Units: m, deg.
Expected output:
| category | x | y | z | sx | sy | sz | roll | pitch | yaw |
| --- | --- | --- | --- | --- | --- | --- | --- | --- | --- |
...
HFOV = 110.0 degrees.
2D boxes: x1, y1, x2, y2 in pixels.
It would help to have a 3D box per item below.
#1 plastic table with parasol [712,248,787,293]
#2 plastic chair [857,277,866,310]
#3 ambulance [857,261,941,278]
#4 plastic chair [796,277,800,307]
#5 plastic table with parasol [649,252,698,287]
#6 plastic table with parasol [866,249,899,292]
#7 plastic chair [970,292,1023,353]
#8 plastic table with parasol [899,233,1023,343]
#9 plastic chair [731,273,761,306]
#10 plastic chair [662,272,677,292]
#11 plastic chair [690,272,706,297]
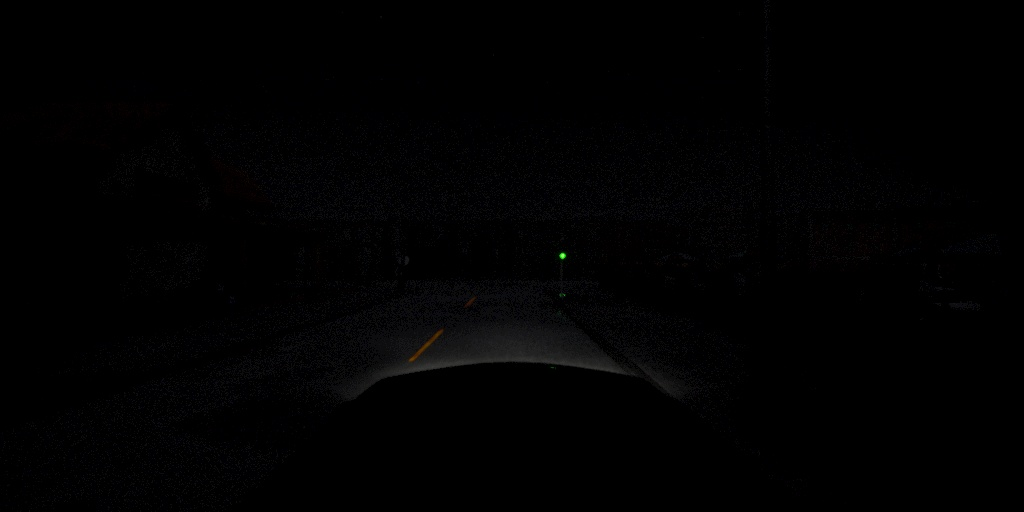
| category | x | y | z | sx | sy | sz | roll | pitch | yaw |
| --- | --- | --- | --- | --- | --- | --- | --- | --- | --- |
| plastic table with parasol | 10.678 | 0.902 | 15.851 | 2.482 | 2.480 | 2.482 | 0 | 0 | -40 |
| plastic chair | 13.932 | 1.458 | 13.927 | 0.750 | 1.272 | 0.730 | 0 | 0 | -40 |
| ambulance | 37.677 | 1.251 | 35.202 | 6.366 | 2.431 | 2.351 | 0 | -1 | 0 |
| plastic chair | 11.411 | 1.486 | 14.853 | 0.750 | 1.272 | 0.730 | 0 | 0 | -40 |
| plastic table with parasol | 9.676 | 1.006 | 21.080 | 2.482 | 2.480 | 2.482 | 0 | 0 | -40 |
| plastic table with parasol | 14.665 | 0.829 | 12.887 | 2.482 | 2.480 | 2.482 | 0 | 0 | -42 |
| plastic chair | 8.997 | 1.383 | 6.510 | 0.730 | 1.272 | 0.750 | 0 | 0 | -35 |
| plastic table with parasol | 9.970 | 0.764 | 7.411 | 2.482 | 2.480 | 2.482 | 0 | 0 | -40 |
| plastic chair | 9.705 | 1.494 | 14.949 | 0.730 | 1.272 | 0.750 | 0 | 0 | -35 |
| plastic chair | 8.703 | 1.598 | 20.178 | 0.730 | 1.272 | 0.750 | 0 | 0 | -35 |
| plastic chair | 10.410 | 1.596 | 20.082 | 0.750 | 1.272 | 0.730 | 0 | 0 | -40 |
